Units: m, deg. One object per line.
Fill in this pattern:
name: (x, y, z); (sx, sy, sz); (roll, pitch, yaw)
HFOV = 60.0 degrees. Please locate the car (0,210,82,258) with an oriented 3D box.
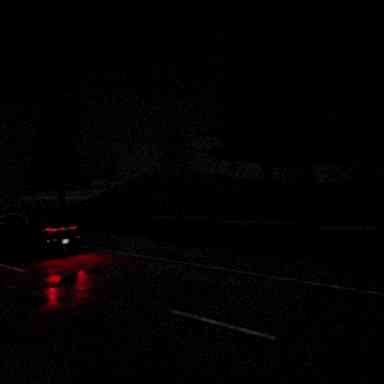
car: (-6.241, 1.448, 12.619); (4.902, 1.511, 2.128); (0, 0, 35)
